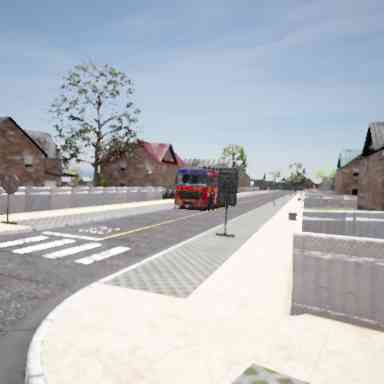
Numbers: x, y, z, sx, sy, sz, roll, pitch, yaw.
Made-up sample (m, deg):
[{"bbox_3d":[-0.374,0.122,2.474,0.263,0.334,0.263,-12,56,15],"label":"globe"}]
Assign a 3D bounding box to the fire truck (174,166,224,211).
[{"bbox_3d":[1.193,-0.408,31.299,2.891,3.827,8.468,4,2,19],"label":"fire truck"}]
